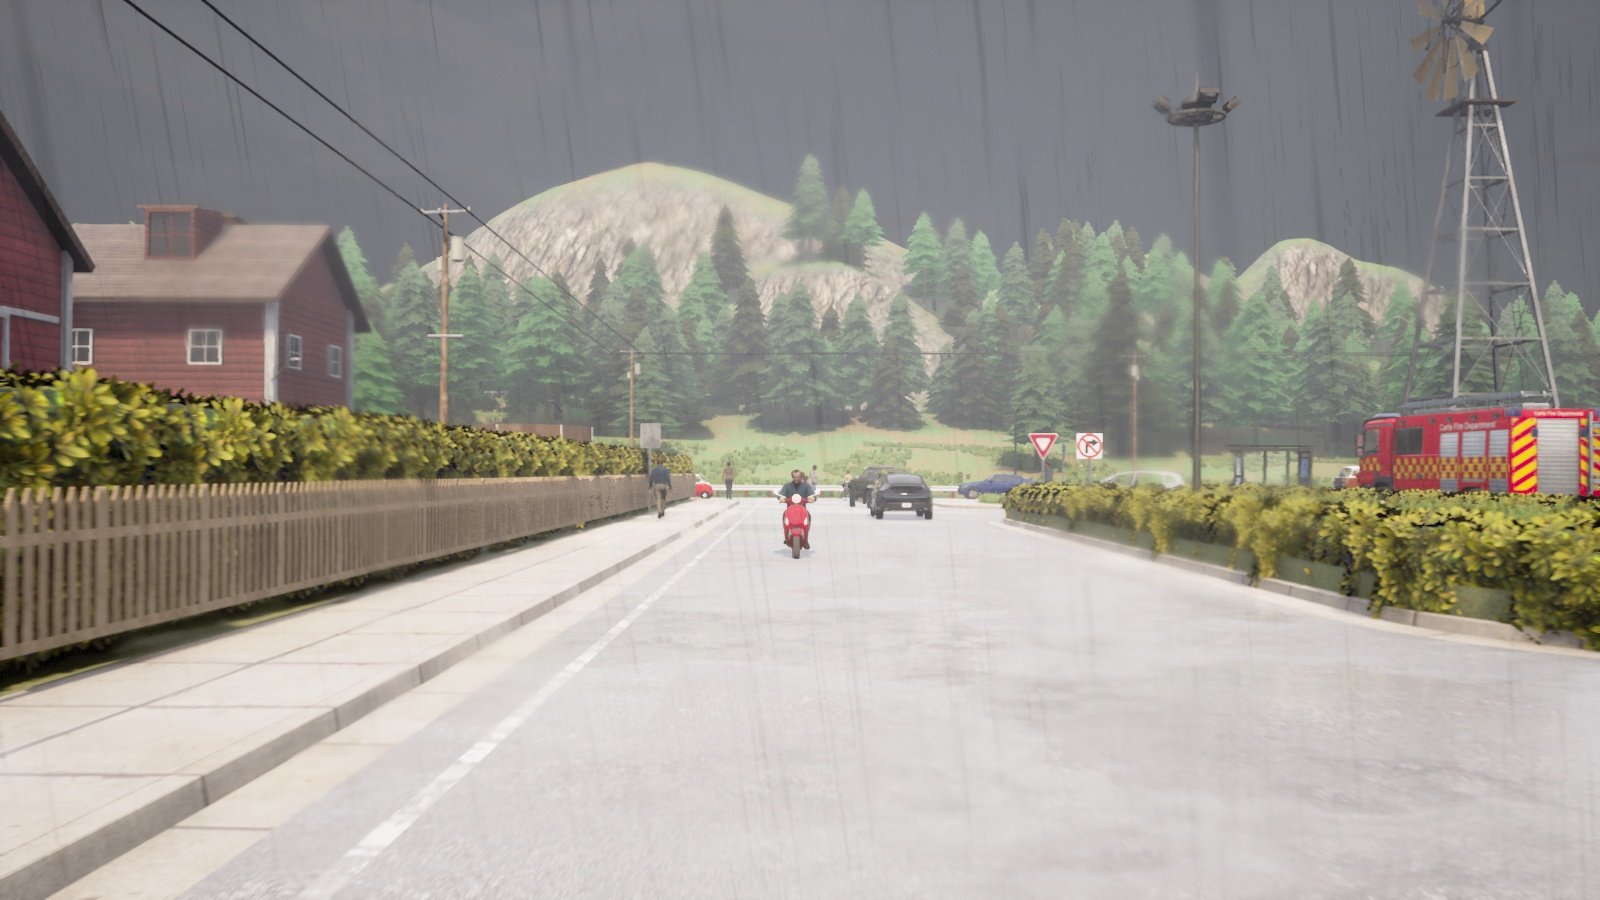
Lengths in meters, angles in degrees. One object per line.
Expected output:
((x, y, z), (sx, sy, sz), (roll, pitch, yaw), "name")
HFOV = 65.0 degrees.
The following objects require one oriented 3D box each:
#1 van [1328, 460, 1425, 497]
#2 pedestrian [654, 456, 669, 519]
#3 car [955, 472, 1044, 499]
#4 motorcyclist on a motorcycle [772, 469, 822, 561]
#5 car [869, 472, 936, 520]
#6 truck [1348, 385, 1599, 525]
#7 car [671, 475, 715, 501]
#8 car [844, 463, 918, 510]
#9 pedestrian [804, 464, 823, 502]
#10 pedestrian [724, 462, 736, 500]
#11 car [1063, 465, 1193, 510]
((32.308, 1.588, 70.446), (4.480, 2.038, 2.069), (0, -1, 1), "van")
((-4.074, 1.106, 36.993), (0.370, 1.835, 0.726), (0, -1, -1), "pedestrian")
((11.170, 1.976, 70.499), (4.674, 1.442, 1.812), (0, -1, 0), "car")
((-0.055, 1.150, 22.788), (0.866, 1.590, 1.817), (0, -1, 0), "motorcyclist on a motorcycle")
((3.399, 1.517, 42.444), (1.837, 1.490, 4.892), (0, -1, 0), "car")
((20.429, 0.213, 38.667), (2.891, 3.827, 8.468), (0, -1, -4), "truck")
((-5.687, 2.015, 67.046), (2.207, 1.376, 1.481), (-1, -1, 0), "car")
((3.412, 1.519, 53.645), (1.932, 1.855, 4.605), (-1, 0, -12), "car")
((0.651, 1.627, 61.516), (0.900, 1.855, 0.874), (0, -1, 2), "pedestrian")
((-3.442, 1.513, 61.492), (0.328, 1.805, 0.869), (0, -1, 13), "pedestrian")
((12.435, 1.405, 47.563), (4.611, 1.667, 2.242), (-1, -1, 18), "car")
